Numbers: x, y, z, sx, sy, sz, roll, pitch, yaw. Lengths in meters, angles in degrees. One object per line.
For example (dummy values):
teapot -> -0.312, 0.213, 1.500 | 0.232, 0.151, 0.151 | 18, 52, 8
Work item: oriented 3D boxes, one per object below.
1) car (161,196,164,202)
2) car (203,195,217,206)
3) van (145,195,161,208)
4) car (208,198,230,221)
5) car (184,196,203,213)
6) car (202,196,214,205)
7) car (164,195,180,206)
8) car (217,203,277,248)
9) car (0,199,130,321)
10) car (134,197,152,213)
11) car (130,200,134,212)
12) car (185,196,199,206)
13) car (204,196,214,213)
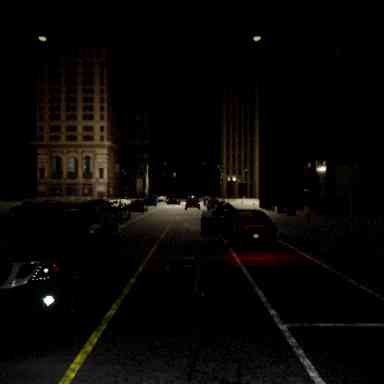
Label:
car -> -5.754, 1.450, 63.779 | 2.008, 1.369, 4.403 | 0, 0, 0
car -> 2.770, 1.363, 52.496 | 1.967, 1.590, 4.097 | 0, 0, 0
van -> -5.757, 1.275, 46.855 | 1.690, 1.788, 3.998 | 0, 0, 0
car -> 2.765, 1.529, 29.933 | 1.947, 1.339, 4.313 | 0, 0, 0
car -> 0.073, 1.470, 41.313 | 1.812, 1.442, 4.674 | 0, 0, 0
car -> 2.771, 1.462, 58.137 | 2.008, 1.369, 4.403 | 0, 0, 0
car -> -2.991, 1.274, 54.270 | 2.097, 1.767, 4.553 | 0, 0, 0
car -> 2.363, 1.461, 14.747 | 1.882, 1.535, 5.008 | 0, 0, 0
car -> -3.099, 1.213, 7.608 | 2.150, 2.045, 5.566 | 0, 0, 0
car -> -5.759, 1.520, 35.574 | 1.947, 1.339, 4.313 | 0, 0, 0
car -> -5.761, 1.411, 24.291 | 1.967, 1.590, 4.097 | 0, 0, 0
car -> 0.009, 1.414, 52.356 | 2.128, 1.511, 4.902 | 0, 0, 0
car -> 2.767, 1.469, 41.384 | 1.752, 1.417, 4.829 | 0, 0, 0
